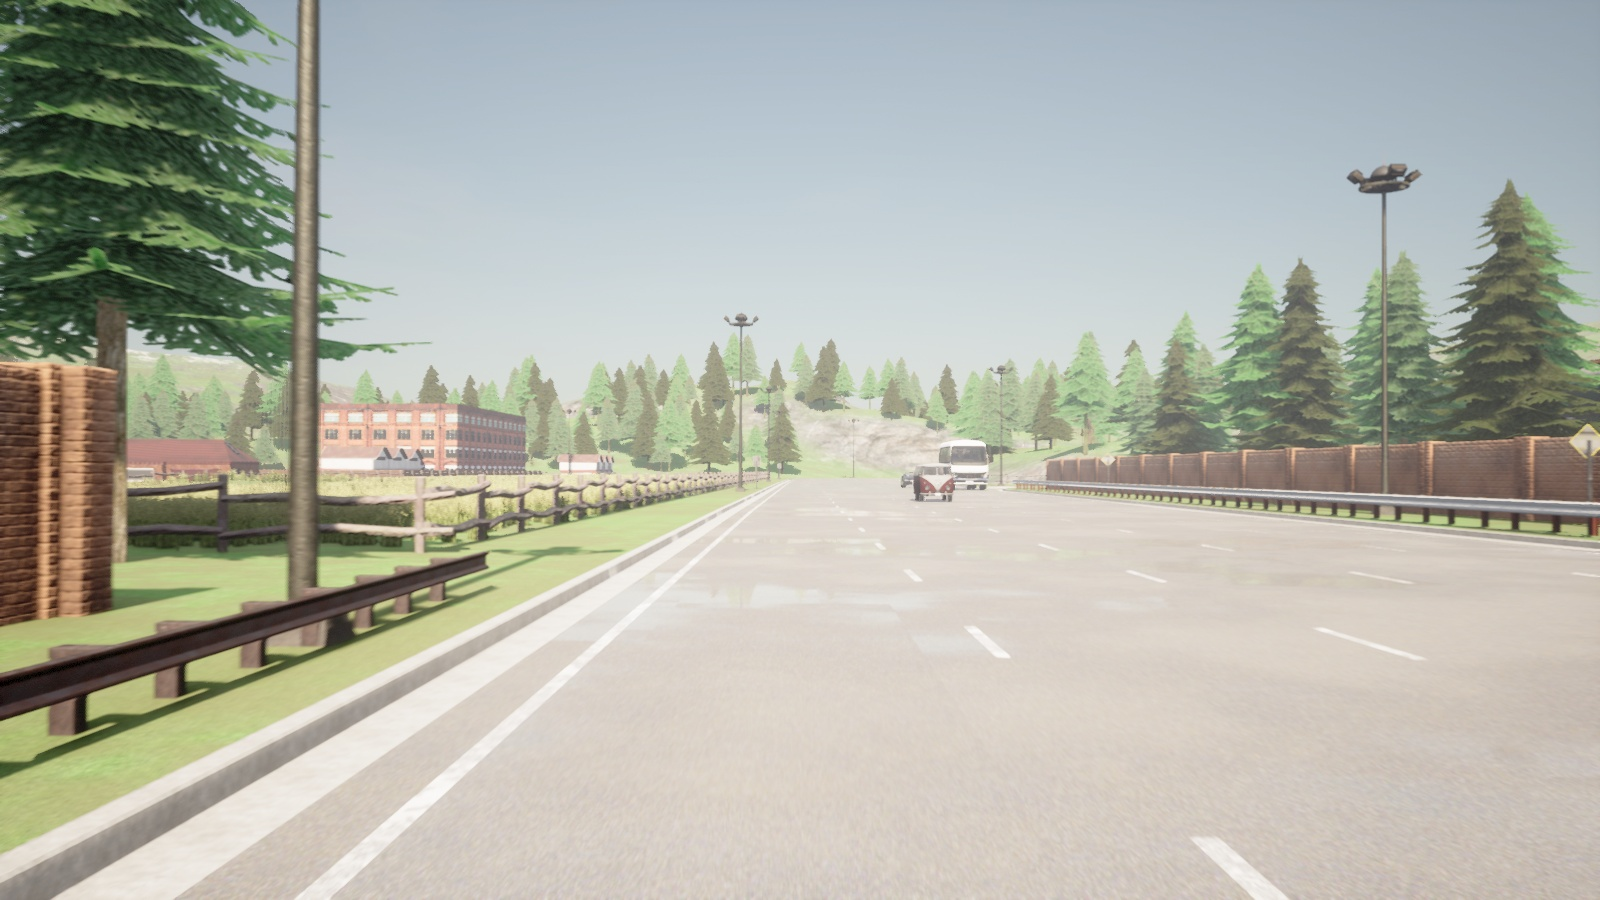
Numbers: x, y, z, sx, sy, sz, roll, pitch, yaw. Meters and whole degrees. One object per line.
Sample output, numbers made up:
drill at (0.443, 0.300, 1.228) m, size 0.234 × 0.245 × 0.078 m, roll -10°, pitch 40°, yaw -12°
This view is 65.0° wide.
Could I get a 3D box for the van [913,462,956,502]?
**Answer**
van at (6.938, 1.628, 65.071) m, size 1.775 × 1.987 × 4.442 m, roll 0°, pitch -1°, yaw 0°
